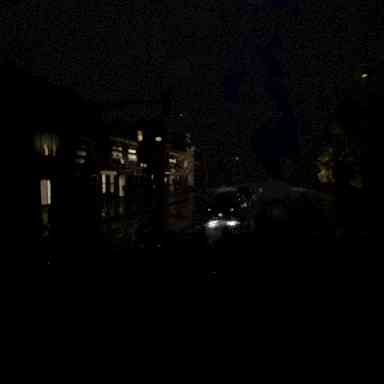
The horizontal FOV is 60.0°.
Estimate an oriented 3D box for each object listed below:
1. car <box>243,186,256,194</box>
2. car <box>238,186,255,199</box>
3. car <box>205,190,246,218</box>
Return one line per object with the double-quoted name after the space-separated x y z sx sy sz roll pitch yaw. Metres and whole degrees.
9.943 -0.425 57.357 1.895 1.301 4.718 0 2 12 "car"
6.511 0.101 41.537 1.837 1.490 4.892 0 4 12 "car"
2.171 0.813 21.574 2.033 1.411 5.357 0 2 12 "car"
